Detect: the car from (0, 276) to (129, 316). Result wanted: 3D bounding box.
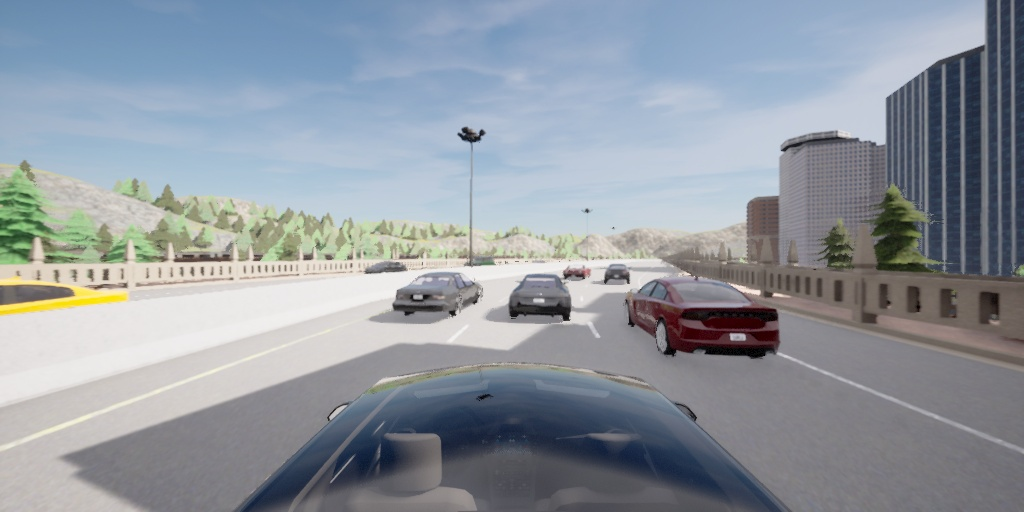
[{"bbox_3d":[-10.285,1.187,6.575,1.882,1.535,5.008,0,0,4],"label":"car"}]

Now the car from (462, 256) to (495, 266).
[{"bbox_3d":[-4.072,1.009,45.076,2.150,2.045,5.566,0,0,23],"label":"car"}]

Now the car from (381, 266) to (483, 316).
[{"bbox_3d":[-2.475,1.282,13.257,2.033,1.411,5.357,0,0,8],"label":"car"}]

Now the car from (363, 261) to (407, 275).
[{"bbox_3d":[-11.989,1.240,34.196,1.837,1.490,4.892,0,0,19],"label":"car"}]

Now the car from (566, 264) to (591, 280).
[{"bbox_3d":[5.852,1.374,31.750,1.895,1.301,4.718,0,0,20],"label":"car"}]

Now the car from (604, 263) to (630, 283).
[{"bbox_3d":[8.252,1.298,27.982,1.812,1.442,4.674,0,0,18],"label":"car"}]

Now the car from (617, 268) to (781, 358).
[{"bbox_3d":[4.074,1.234,8.600,1.882,1.535,5.008,0,0,5],"label":"car"}]

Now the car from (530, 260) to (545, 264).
[{"bbox_3d":[3.928,1.366,54.960,1.812,1.442,4.674,0,0,23],"label":"car"}]

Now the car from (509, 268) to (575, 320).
[{"bbox_3d":[1.066,1.309,12.751,1.994,1.385,4.181,0,0,7],"label":"car"}]
